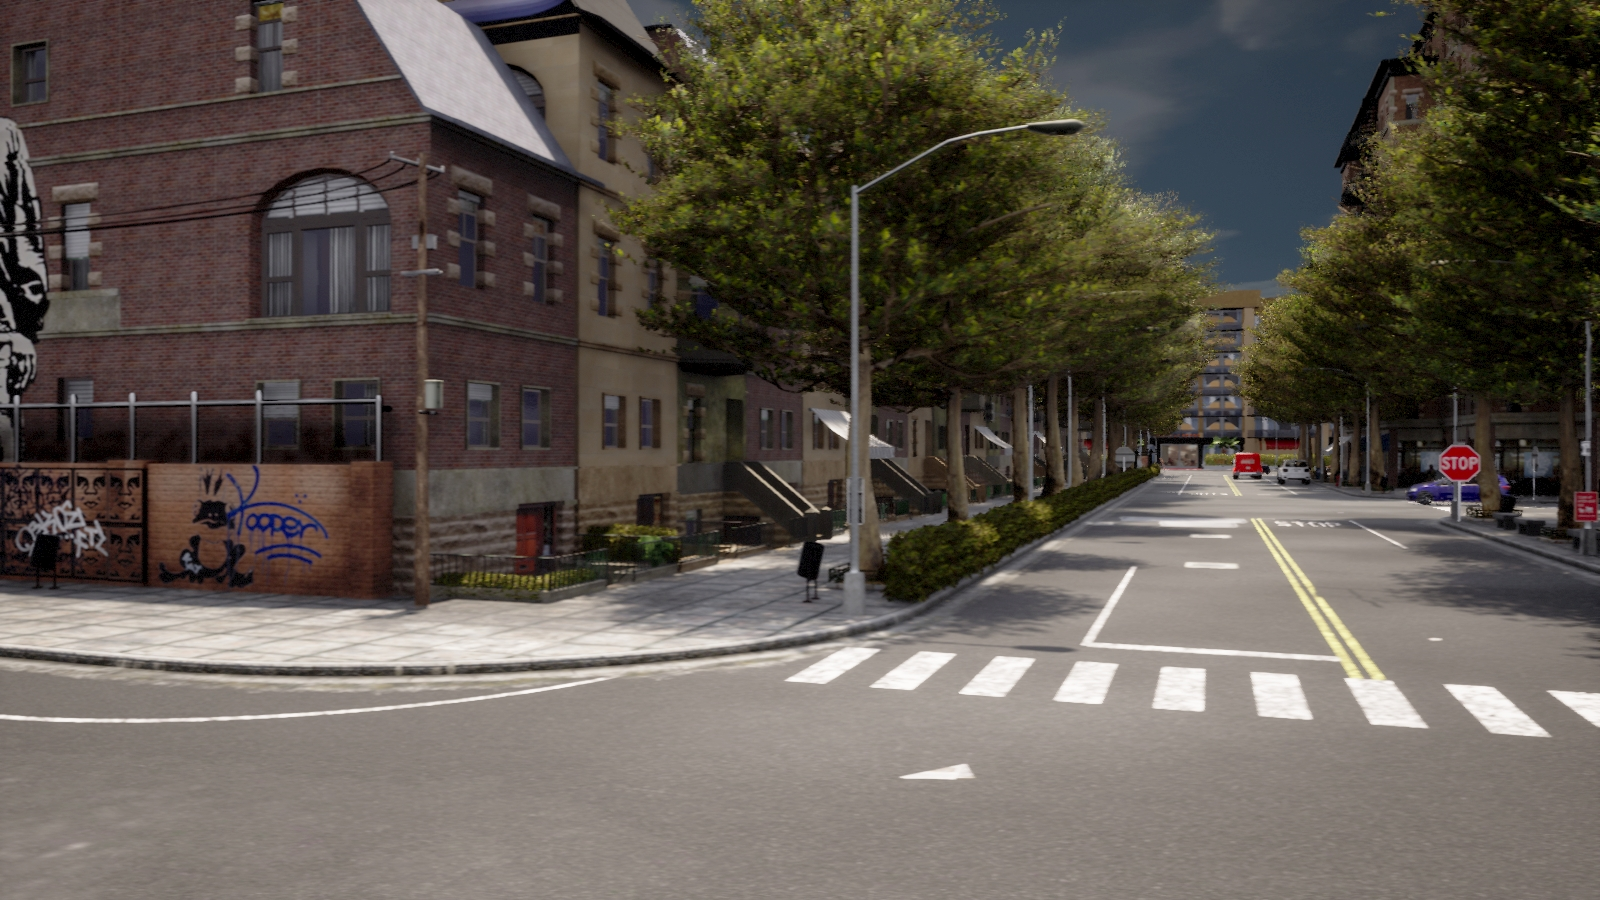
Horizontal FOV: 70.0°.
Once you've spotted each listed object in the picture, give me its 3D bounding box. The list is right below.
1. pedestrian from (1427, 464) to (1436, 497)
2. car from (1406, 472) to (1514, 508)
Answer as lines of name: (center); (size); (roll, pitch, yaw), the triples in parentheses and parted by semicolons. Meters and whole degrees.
pedestrian: (35.372, 1.702, 63.996); (0.375, 1.860, 0.375); (0, 0, 19)
car: (33.207, 1.974, 57.633); (4.611, 1.667, 2.242); (0, 0, 28)
